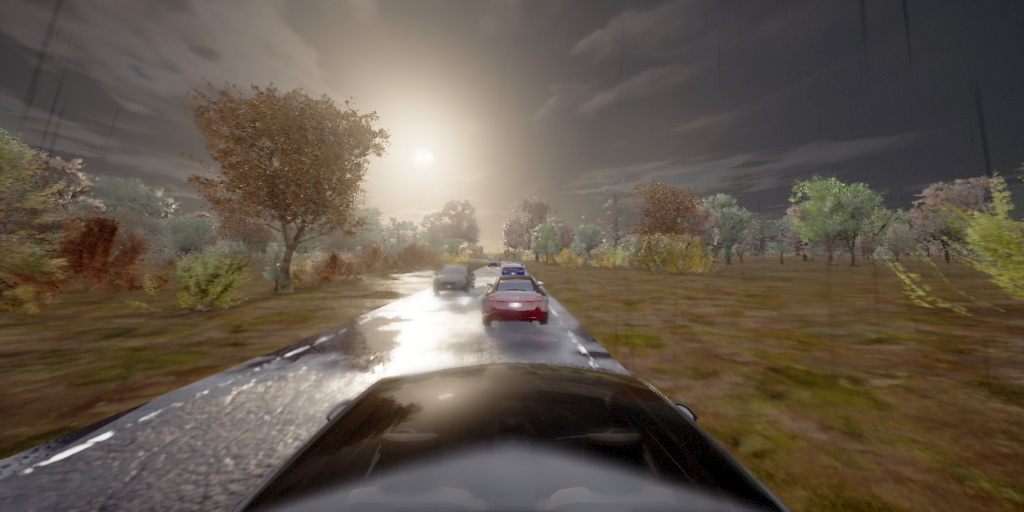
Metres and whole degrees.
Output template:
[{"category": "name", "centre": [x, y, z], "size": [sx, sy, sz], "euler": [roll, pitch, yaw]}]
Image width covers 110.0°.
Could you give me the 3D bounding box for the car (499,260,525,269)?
[{"category": "car", "centre": [0.098, 1.221, 30.542], "size": [1.882, 1.535, 5.008], "euler": [0, 0, 0]}]

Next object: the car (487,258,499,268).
[{"category": "car", "centre": [-3.039, 1.069, 61.532], "size": [2.097, 1.767, 4.553], "euler": [0, 0, 1]}]

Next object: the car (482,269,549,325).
[{"category": "car", "centre": [0.100, 1.314, 11.853], "size": [1.994, 1.385, 4.181], "euler": [0, 0, 0]}]

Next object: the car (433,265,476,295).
[{"category": "car", "centre": [-3.099, 1.253, 20.007], "size": [1.837, 1.490, 4.892], "euler": [0, 0, 0]}]
